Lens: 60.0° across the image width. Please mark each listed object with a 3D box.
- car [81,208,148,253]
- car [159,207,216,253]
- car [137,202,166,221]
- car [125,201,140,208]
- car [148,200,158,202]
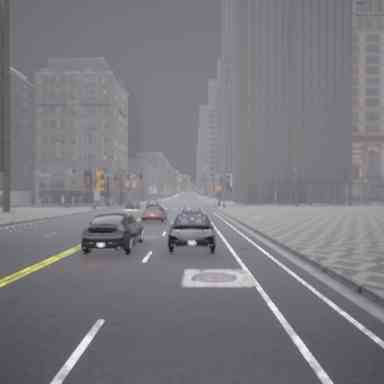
[{"bbox_3d":[-3.247,1.649,14.291,1.837,1.490,4.892,0,0,0],"label":"car"},{"bbox_3d":[0.003,1.634,14.294,2.128,1.511,4.902,0,-1,0],"label":"car"},{"bbox_3d":[-3.247,1.873,29.300,1.994,1.385,4.181,0,-1,0],"label":"car"},{"bbox_3d":[-9.762,2.188,55.456,1.994,1.385,4.181,0,-1,0],"label":"car"},{"bbox_3d":[-6.514,2.099,55.264,1.882,1.535,5.008,0,-1,0],"label":"car"}]
